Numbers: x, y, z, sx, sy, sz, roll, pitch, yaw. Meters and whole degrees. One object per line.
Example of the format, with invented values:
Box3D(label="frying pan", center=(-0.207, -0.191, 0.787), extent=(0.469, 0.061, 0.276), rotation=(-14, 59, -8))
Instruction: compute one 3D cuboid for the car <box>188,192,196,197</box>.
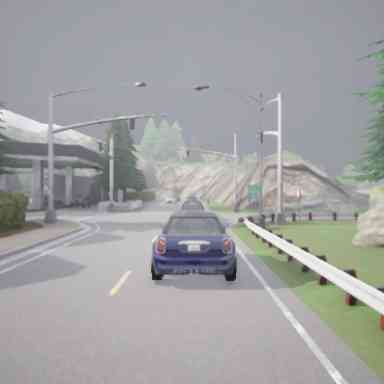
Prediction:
Box3D(label="car", center=(-0.005, 1.241, 72.583), extent=(1.812, 1.442, 4.674), rotation=(0, 0, 0))

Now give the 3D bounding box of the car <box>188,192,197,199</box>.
Box3D(label="car", center=(-0.008, 0.874, 82.555), extent=(2.097, 1.767, 4.553), rotation=(0, 0, -2))

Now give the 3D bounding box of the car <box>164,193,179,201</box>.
Box3D(label="car", center=(-3.566, 1.316, 55.124), extent=(1.812, 1.442, 4.674), rotation=(0, 0, 0))

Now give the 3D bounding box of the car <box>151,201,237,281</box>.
Box3D(label="car", center=(0.061, 1.313, 9.867), extent=(2.097, 1.767, 4.553), rotation=(0, 0, 0))

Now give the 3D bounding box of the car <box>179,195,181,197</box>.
Box3D(label="car", center=(-3.505, 1.086, 70.675), extent=(2.097, 1.767, 4.553), rotation=(0, 0, 0))

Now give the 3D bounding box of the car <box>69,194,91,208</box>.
Box3D(label="car", center=(-14.532, 1.148, 43.478), extent=(1.905, 1.878, 3.866), rotation=(0, 0, -1))

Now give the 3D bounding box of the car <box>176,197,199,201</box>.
Box3D(label="car", center=(0.059, 1.332, 25.304), extent=(2.033, 1.411, 5.357), rotation=(0, 0, 0))

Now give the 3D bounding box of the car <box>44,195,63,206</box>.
Box3D(label="car", center=(-20.239, 1.299, 47.756), extent=(2.242, 1.667, 4.611), rotation=(0, 0, -1))
